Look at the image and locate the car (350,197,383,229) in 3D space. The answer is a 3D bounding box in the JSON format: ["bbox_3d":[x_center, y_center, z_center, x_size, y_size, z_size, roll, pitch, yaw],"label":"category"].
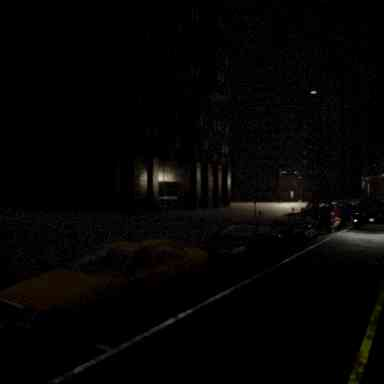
[{"bbox_3d":[12.458,1.372,22.533,2.150,2.045,5.566,0,-1,34],"label":"car"}]

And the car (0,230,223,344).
[{"bbox_3d":[-1.374,1.583,6.683,1.752,1.417,4.829,-1,-1,34],"label":"car"}]

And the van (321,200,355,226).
[{"bbox_3d":[11.335,1.517,25.710,1.690,1.788,3.998,-1,-1,34],"label":"van"}]

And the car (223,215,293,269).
[{"bbox_3d":[1.875,1.669,11.545,1.802,1.307,4.206,-1,-1,34],"label":"car"}]

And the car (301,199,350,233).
[{"bbox_3d":[8.181,1.461,20.989,2.192,1.841,5.009,-1,-1,34],"label":"car"}]

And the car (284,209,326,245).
[{"bbox_3d":[5.028,1.699,16.266,1.802,1.307,4.206,-1,-1,34],"label":"car"}]

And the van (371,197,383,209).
[{"bbox_3d":[30.256,1.703,54.036,1.690,1.788,3.998,-1,-1,34],"label":"van"}]

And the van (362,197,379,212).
[{"bbox_3d":[23.949,1.640,44.594,1.690,1.788,3.998,-1,-1,34],"label":"van"}]

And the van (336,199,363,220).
[{"bbox_3d":[14.488,1.547,30.431,1.690,1.788,3.998,-1,-1,34],"label":"van"}]

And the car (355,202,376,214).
[{"bbox_3d":[20.796,1.849,39.870,1.802,1.307,4.206,-1,-1,34],"label":"car"}]
